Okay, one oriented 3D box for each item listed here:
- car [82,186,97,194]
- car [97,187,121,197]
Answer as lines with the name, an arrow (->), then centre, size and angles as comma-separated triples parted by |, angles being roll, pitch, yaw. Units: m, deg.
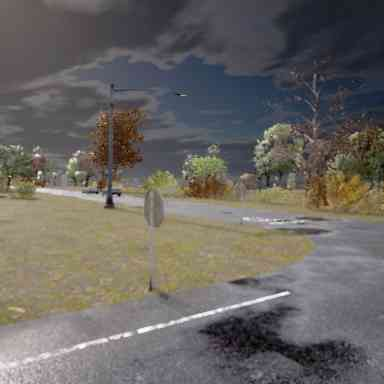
car -> -18.154, -0.326, 59.461 | 1.994, 1.385, 4.181 | 1, 1, -36
car -> -12.576, -0.076, 51.655 | 1.837, 1.490, 4.892 | 1, 1, -36
